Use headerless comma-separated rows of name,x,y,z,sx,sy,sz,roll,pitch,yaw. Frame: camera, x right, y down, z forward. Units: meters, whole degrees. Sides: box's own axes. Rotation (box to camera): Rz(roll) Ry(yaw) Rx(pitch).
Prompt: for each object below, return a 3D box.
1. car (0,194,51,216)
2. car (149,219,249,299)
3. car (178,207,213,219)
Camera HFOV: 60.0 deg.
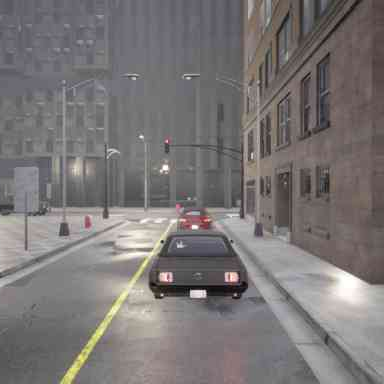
car,-15.815,1.199,30.135,5.566,2.045,2.150,0,0,0
car,0.121,1.601,8.382,1.895,1.301,4.718,0,0,0
car,0.172,1.525,18.392,1.812,1.442,4.674,0,0,1
